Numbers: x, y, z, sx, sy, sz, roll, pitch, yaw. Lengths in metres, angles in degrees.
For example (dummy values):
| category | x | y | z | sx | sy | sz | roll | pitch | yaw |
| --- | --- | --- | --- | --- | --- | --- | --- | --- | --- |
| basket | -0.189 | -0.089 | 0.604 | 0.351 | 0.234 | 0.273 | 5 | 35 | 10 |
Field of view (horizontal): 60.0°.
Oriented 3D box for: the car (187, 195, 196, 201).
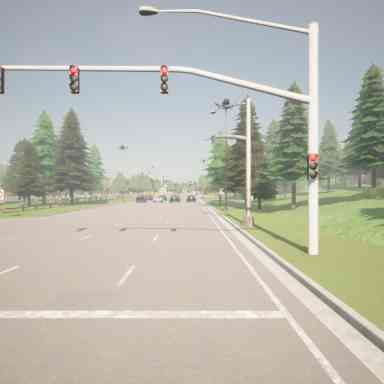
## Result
| category | x | y | z | sx | sy | sz | roll | pitch | yaw |
| --- | --- | --- | --- | --- | --- | --- | --- | --- | --- |
| car | -0.161 | 1.384 | 80.782 | 1.994 | 1.385 | 4.181 | 0 | 0 | 0 |

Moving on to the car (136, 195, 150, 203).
| category | x | y | z | sx | sy | sz | roll | pitch | yaw |
| --- | --- | --- | --- | --- | --- | --- | --- | --- | --- |
| car | -10.640 | 1.491 | 70.341 | 1.837 | 1.490 | 4.892 | 0 | 0 | 0 |

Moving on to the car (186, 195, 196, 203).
| category | x | y | z | sx | sy | sz | roll | pitch | yaw |
| --- | --- | --- | --- | --- | --- | --- | --- | --- | --- |
| car | -0.141 | 1.346 | 70.716 | 2.097 | 1.767 | 4.553 | 0 | 0 | 0 |

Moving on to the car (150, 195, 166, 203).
| category | x | y | z | sx | sy | sz | roll | pitch | yaw |
| --- | --- | --- | --- | --- | --- | --- | --- | --- | --- |
| car | -7.141 | 1.587 | 70.795 | 1.895 | 1.301 | 4.718 | 0 | 0 | 0 |

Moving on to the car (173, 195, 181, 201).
| category | x | y | z | sx | sy | sz | roll | pitch | yaw |
| --- | --- | --- | --- | --- | --- | --- | --- | --- | --- |
| car | -3.661 | 1.356 | 80.775 | 1.812 | 1.442 | 4.674 | 0 | 0 | 0 |

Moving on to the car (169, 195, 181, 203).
| category | x | y | z | sx | sy | sz | roll | pitch | yaw |
| --- | --- | --- | --- | --- | --- | --- | --- | --- | --- |
| car | -3.641 | 1.347 | 70.742 | 2.097 | 1.767 | 4.553 | 0 | 0 | 0 |
